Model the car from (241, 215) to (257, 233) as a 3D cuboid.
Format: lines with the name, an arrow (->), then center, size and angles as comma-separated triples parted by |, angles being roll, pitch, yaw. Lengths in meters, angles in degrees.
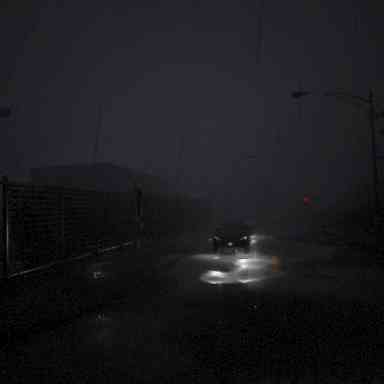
car -> 4.645, 2.752, 28.873 | 1.812, 1.442, 4.674 | -2, -3, 13

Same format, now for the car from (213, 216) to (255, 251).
car -> 2.338, 2.336, 18.457 | 1.812, 1.442, 4.674 | -2, -3, 12
